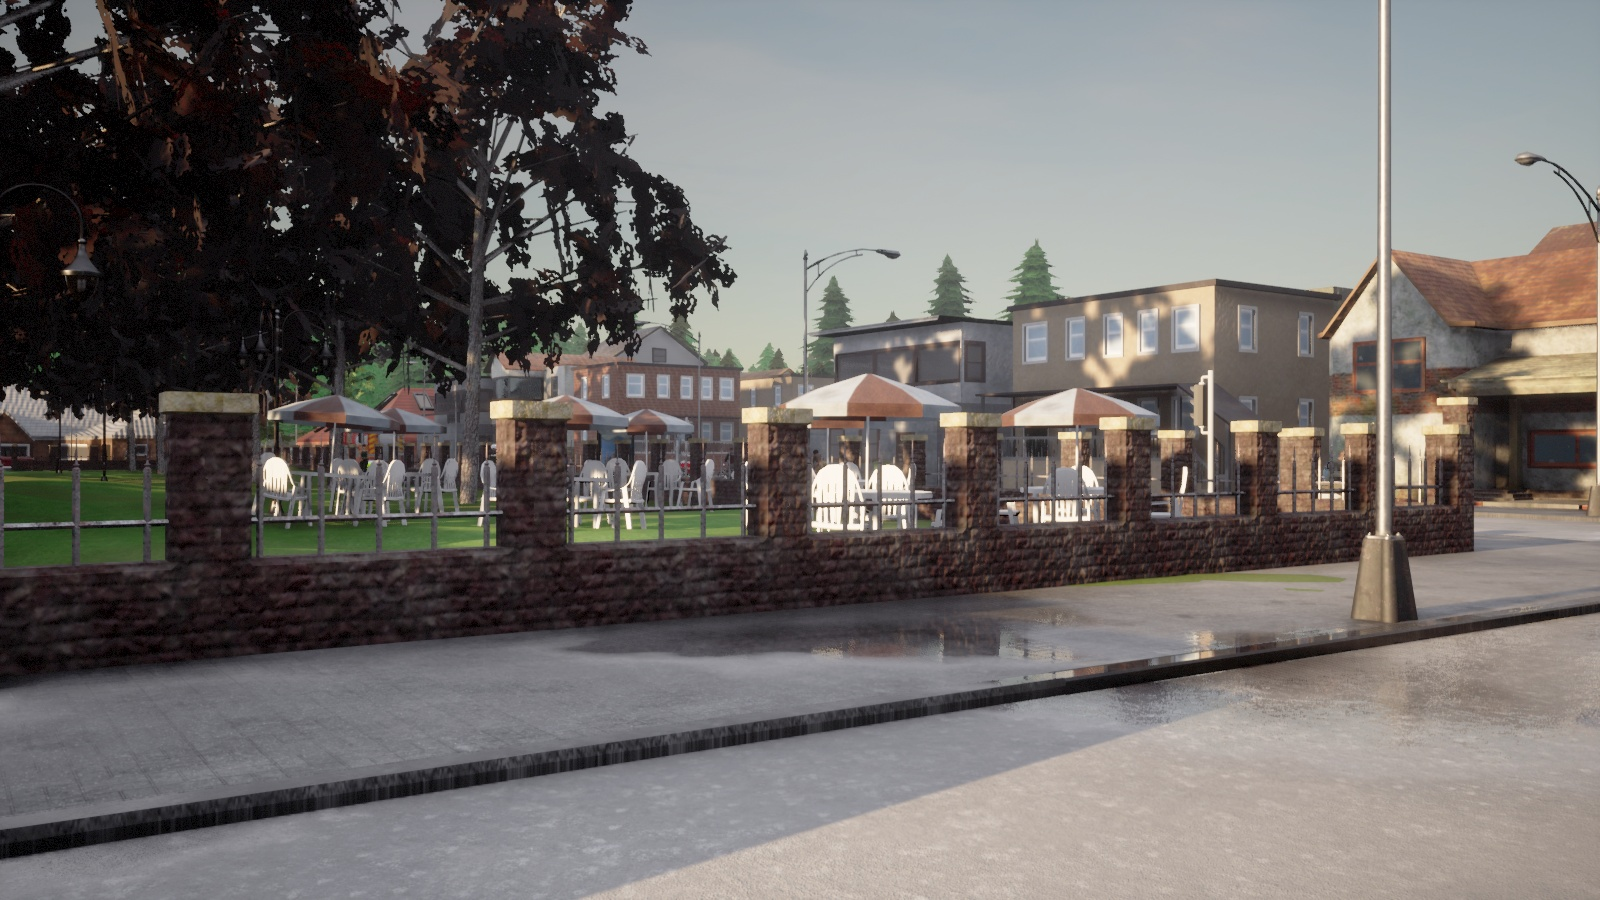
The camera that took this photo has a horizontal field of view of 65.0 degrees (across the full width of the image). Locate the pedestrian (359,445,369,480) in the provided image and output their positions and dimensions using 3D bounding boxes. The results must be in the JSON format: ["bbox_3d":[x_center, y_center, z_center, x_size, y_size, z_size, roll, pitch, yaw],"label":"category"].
[{"bbox_3d":[-23.097,0.664,66.583,0.345,1.836,0.594,0,0,-35],"label":"pedestrian"}]

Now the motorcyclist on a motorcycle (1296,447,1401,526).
[{"bbox_3d":[11.450,0.736,26.255,0.866,1.590,1.817,0,0,-35],"label":"motorcyclist on a motorcycle"}]
